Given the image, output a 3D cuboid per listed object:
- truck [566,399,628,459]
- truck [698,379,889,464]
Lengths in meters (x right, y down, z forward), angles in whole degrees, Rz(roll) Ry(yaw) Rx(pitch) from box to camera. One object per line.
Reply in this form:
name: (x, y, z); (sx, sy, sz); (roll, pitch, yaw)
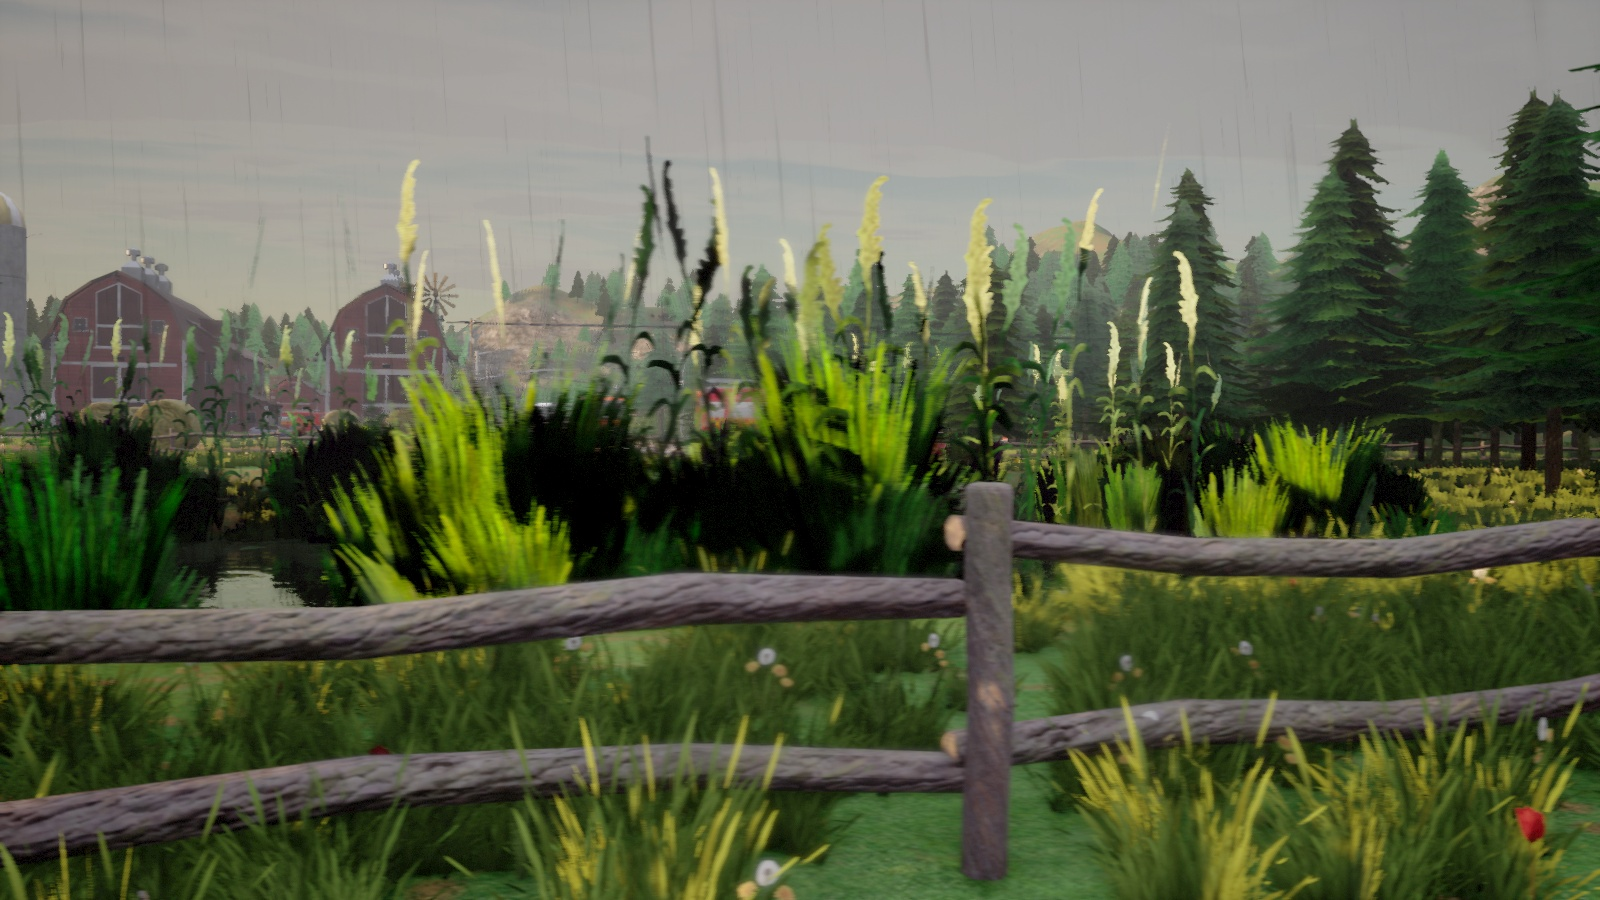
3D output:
truck: (-12.413, -1.277, 76.162); (2.891, 3.462, 7.936); (-1, 1, -15)
truck: (-0.343, -1.348, 58.896); (8.468, 3.827, 2.891); (-1, 1, -12)
